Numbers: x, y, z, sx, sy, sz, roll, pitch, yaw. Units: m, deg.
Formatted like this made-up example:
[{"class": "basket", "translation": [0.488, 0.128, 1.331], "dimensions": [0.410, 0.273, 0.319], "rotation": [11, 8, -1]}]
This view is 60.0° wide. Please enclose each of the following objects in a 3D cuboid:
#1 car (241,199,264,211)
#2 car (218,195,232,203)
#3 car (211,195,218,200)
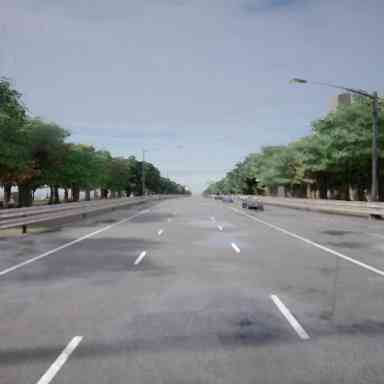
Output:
[{"class": "car", "translation": [7.307, 1.494, 40.520], "dimensions": [1.994, 1.385, 4.181], "rotation": [0, 0, -4]}, {"class": "car", "translation": [7.008, 1.421, 67.075], "dimensions": [2.033, 1.411, 5.357], "rotation": [0, 0, 0]}, {"class": "car", "translation": [7.083, 1.486, 91.194], "dimensions": [1.994, 1.385, 4.181], "rotation": [0, 0, 0]}]
